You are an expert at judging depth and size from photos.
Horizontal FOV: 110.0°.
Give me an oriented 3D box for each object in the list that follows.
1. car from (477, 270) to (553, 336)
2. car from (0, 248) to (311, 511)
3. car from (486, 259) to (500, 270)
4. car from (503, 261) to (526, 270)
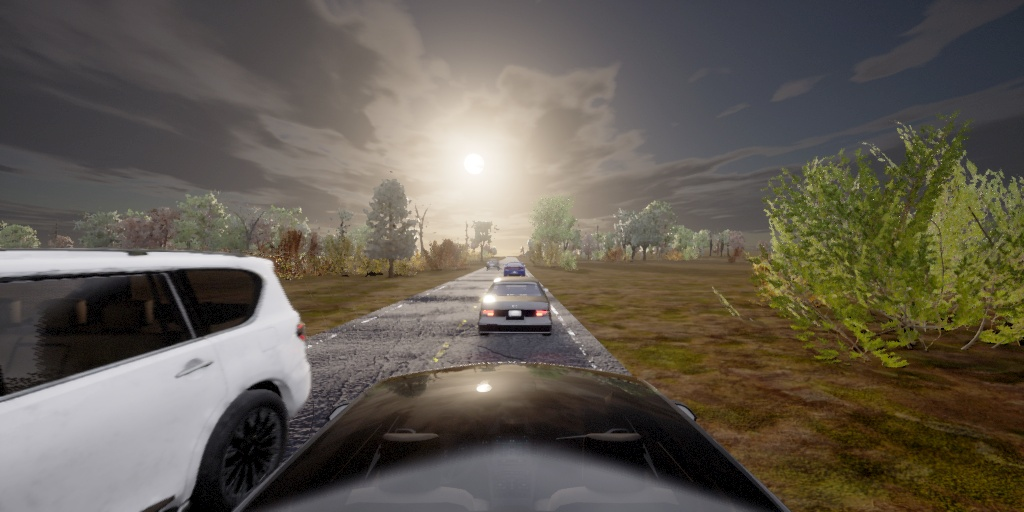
[{"bbox_3d":[0.118,1.298,10.355,2.033,1.411,5.357,0,0,1],"label":"car"},{"bbox_3d":[-3.103,0.970,1.326,2.150,2.045,5.566,0,0,0],"label":"car"},{"bbox_3d":[-2.852,1.220,53.466,2.128,1.511,4.902,0,0,1],"label":"car"},{"bbox_3d":[0.228,1.221,32.578,1.882,1.535,5.008,0,0,0],"label":"car"}]
